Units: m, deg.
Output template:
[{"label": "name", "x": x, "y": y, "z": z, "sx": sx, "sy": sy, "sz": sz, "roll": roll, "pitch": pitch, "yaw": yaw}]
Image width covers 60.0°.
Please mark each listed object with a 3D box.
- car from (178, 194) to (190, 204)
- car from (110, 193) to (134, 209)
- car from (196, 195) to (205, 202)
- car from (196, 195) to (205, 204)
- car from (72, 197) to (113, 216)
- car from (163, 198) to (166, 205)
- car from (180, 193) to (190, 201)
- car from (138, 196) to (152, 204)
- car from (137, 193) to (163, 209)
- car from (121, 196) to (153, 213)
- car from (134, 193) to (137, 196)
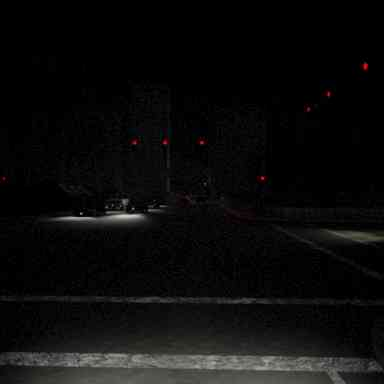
[{"label": "car", "x": -1.790, "y": 1.563, "z": 66.021, "sx": 1.994, "sy": 1.385, "sz": 4.181, "roll": 0, "pitch": 0, "yaw": 1}, {"label": "car", "x": -9.454, "y": 1.221, "z": 42.662, "sx": 2.150, "sy": 2.045, "sz": 5.566, "roll": 0, "pitch": 0, "yaw": 1}, {"label": "car", "x": 1.915, "y": 1.351, "z": 74.527, "sx": 2.128, "sy": 1.511, "sz": 4.902, "roll": 0, "pitch": 0, "yaw": 1}, {"label": "car", "x": 1.694, "y": 1.504, "z": 65.310, "sx": 1.837, "sy": 1.490, "sz": 4.892, "roll": 0, "pitch": 0, "yaw": 1}, {"label": "car", "x": -9.769, "y": 1.547, "z": 32.482, "sx": 2.033, "sy": 1.411, "sz": 5.357, "roll": 0, "pitch": 0, "yaw": 4}, {"label": "car", "x": -5.590, "y": 1.547, "z": 57.108, "sx": 2.033, "sy": 1.411, "sz": 5.357, "roll": 0, "pitch": 0, "yaw": 2}, {"label": "car", "x": -1.584, "y": 1.181, "z": 74.582, "sx": 2.097, "sy": 1.767, "sz": 4.553, "roll": 0, "pitch": 0, "yaw": 1}, {"label": "car", "x": -8.908, "y": 1.525, "z": 63.384, "sx": 1.812, "sy": 1.442, "sz": 4.674, "roll": 0, "pitch": 0, "yaw": 2}, {"label": "car", "x": -5.853, "y": 1.221, "z": 46.752, "sx": 2.150, "sy": 2.045, "sz": 5.566, "roll": 0, "pitch": 0, "yaw": 1}, {"label": "car", "x": -6.086, "y": 1.491, "z": 37.181, "sx": 2.128, "sy": 1.511, "sz": 4.902, "roll": 0, "pitch": 0, "yaw": 1}, {"label": "car", "x": -9.195, "y": 1.221, "z": 53.026, "sx": 2.150, "sy": 2.045, "sz": 5.566, "roll": 0, "pitch": 0, "yaw": 1}]
